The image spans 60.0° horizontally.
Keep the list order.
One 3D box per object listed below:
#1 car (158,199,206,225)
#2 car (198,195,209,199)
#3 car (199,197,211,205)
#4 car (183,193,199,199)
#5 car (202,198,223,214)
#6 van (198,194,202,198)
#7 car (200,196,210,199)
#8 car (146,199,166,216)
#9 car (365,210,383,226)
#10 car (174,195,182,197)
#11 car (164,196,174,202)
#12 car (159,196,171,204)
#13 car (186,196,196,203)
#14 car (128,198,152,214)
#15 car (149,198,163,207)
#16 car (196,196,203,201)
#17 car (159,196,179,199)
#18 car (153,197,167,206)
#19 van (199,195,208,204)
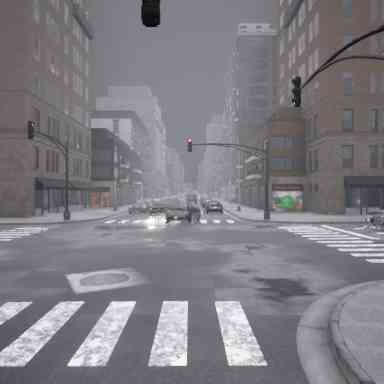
[{"bbox_3d":[-0.619,1.519,24.690,2.128,1.511,4.902,0,0,11],"label":"car"},{"bbox_3d":[2.399,1.649,52.644,1.947,1.339,4.313,0,0,0],"label":"car"},{"bbox_3d":[2.421,1.663,63.665,2.008,1.369,4.403,0,0,0],"label":"car"},{"bbox_3d":[-0.114,1.332,63.306,2.150,2.045,5.566,0,0,0],"label":"car"},{"bbox_3d":[2.366,1.615,36.110,1.947,1.339,4.313,0,0,0],"label":"car"},{"bbox_3d":[2.410,1.438,58.155,1.690,1.788,3.998,0,0,0],"label":"van"},{"bbox_3d":[2.388,1.652,47.133,1.802,1.307,4.206,0,0,0],"label":"car"},{"bbox_3d":[-3.127,1.645,33.490,1.895,1.301,4.718,0,0,0],"label":"car"},{"bbox_3d":[13.385,1.447,20.621,4.902,1.511,2.128,0,0,0],"label":"car"},{"bbox_3d":[-3.076,1.649,53.427,1.994,1.385,4.181,0,0,0],"label":"car"},{"bbox_3d":[-5.570,1.713,80.213,2.008,1.369,4.403,0,0,0],"label":"car"},{"bbox_3d":[-5.593,1.568,69.192,1.967,1.590,4.097,0,0,0],"label":"car"},{"bbox_3d":[-0.188,1.695,73.674,1.994,1.385,4.181,0,0,0],"label":"car"},{"bbox_3d":[-5.659,1.489,36.128,1.967,1.590,4.097,0,0,0],"label":"car"},{"bbox_3d":[-5.626,1.665,52.659,1.802,1.307,4.206,0,0,0],"label":"car"},{"bbox_3d":[2.065,1.719,90.080,1.812,1.442,4.674,0,0,0],"label":"car"},{"bbox_3d":[-3.103,1.627,43.468,1.994,1.385,4.181,0,0,1],"label":"car"},{"bbox_3d":[-5.615,1.648,58.170,2.008,1.369,4.403,0,0,0],"label":"car"},{"bbox_3d":[2.432,1.469,69.176,1.690,1.788,3.998,0,0,0],"label":"van"}]
